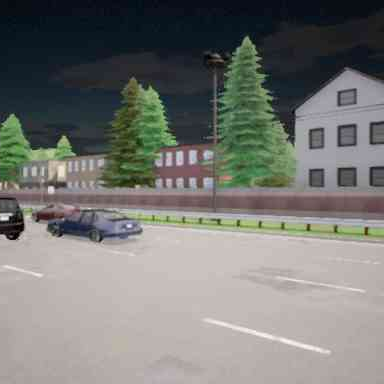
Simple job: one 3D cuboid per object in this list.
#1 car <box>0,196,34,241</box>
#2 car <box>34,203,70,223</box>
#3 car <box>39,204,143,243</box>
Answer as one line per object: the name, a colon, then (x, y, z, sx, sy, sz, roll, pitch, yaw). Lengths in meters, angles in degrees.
car: (-9.991, 1.199, 15.420, 5.566, 2.045, 2.150, 0, 0, 36)
car: (-9.477, 1.499, 23.646, 4.674, 1.442, 1.812, 0, 0, 36)
car: (-4.781, 1.531, 16.001, 5.357, 1.411, 2.033, 0, 0, 36)
